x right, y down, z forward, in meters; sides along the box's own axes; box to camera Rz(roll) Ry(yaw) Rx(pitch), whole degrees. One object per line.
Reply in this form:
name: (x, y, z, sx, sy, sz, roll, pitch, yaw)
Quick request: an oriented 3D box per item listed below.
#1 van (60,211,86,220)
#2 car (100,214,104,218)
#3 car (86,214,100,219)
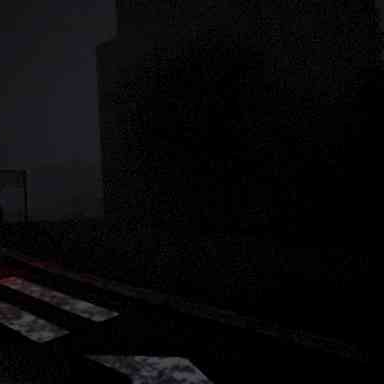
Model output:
van: (-20.794, 4.383, 56.611, 4.442, 1.987, 1.878, -6, -7, 25)
car: (-18.227, 4.936, 61.522, 4.553, 1.767, 2.185, -6, -7, 25)
car: (-19.473, 4.820, 59.025, 5.008, 1.535, 2.097, -6, -7, 25)
